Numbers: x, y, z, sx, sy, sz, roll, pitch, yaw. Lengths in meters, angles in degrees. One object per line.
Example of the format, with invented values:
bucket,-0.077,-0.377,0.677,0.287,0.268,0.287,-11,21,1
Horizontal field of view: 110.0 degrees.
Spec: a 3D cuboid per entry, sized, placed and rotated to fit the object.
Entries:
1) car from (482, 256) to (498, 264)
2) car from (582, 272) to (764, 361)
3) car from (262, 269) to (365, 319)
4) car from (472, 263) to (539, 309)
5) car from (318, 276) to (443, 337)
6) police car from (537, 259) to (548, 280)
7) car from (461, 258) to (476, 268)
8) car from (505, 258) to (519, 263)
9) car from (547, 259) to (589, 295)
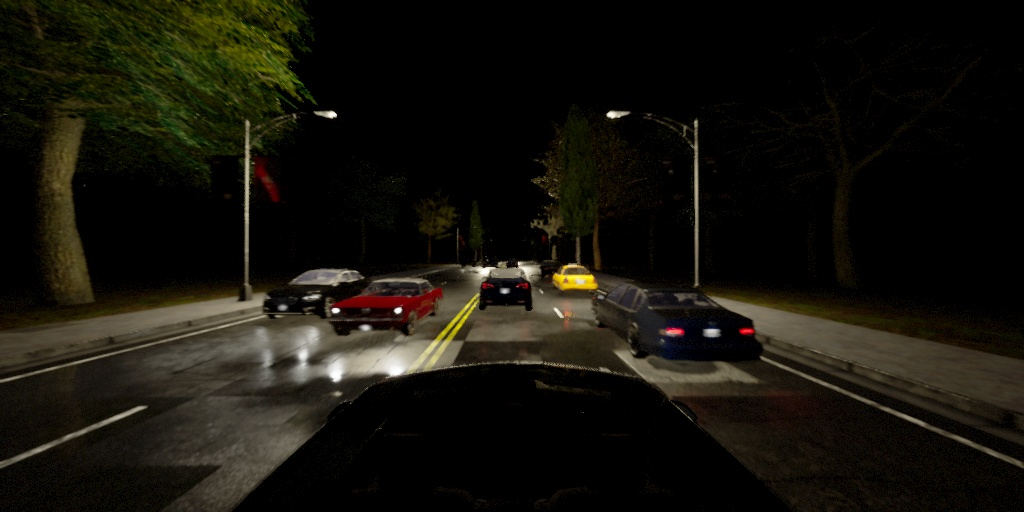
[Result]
car,-3.271,0.979,54.616,2.150,2.045,5.566,0,0,0
car,3.248,1.289,8.340,2.033,1.411,5.357,0,0,0
car,-6.603,1.221,12.780,2.128,1.511,4.902,0,0,0
car,-0.195,1.228,14.690,2.163,1.488,4.792,0,0,1
car,-3.353,1.337,10.430,1.895,1.301,4.718,0,0,0
police car,3.239,1.105,30.452,1.930,1.638,5.238,0,0,0
car,-6.521,0.996,54.646,2.033,1.411,5.357,0,0,0
car,0.020,1.200,52.780,2.033,1.411,5.357,0,0,1
car,3.243,1.166,19.530,1.801,1.575,5.366,0,0,0
